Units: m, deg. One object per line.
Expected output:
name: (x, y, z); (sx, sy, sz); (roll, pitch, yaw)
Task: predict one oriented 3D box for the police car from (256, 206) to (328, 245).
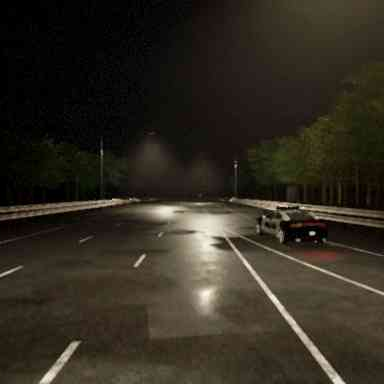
police car: (4.640, 1.527, 16.381); (1.930, 1.638, 5.238); (0, 0, -8)
